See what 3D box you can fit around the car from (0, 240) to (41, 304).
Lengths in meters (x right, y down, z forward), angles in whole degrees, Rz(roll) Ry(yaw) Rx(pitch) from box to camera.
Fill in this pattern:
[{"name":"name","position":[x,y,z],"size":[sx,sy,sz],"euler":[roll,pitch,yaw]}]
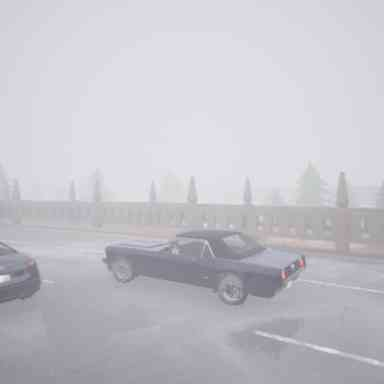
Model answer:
[{"name":"car","position":[-5.139,1.524,6.968],"size":[4.181,1.385,1.994],"euler":[0,0,31]}]

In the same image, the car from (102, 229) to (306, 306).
[{"name":"car","position":[0.089,1.560,7.909],"size":[4.718,1.301,1.895],"euler":[0,0,33]}]
